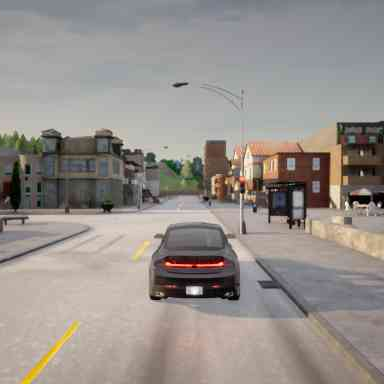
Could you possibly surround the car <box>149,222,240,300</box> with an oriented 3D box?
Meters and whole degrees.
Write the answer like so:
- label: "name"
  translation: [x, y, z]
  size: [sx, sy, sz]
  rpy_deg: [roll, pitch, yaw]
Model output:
- label: "car"
  translation: [0.068, 1.505, 8.337]
  size: [1.837, 1.490, 4.892]
  rpy_deg: [0, 0, 1]
